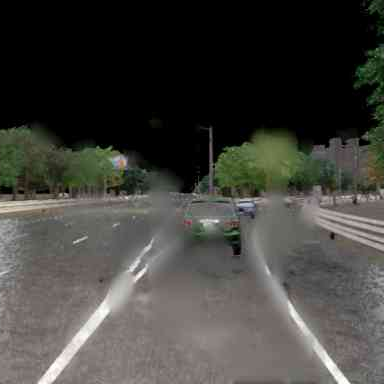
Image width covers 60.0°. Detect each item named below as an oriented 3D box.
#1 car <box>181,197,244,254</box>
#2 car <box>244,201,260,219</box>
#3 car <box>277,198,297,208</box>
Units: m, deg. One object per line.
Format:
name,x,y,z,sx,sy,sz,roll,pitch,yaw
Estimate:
car,0.970,1.231,13.838,2.150,2.045,5.566,0,0,8
car,4.874,1.554,29.529,1.812,1.442,4.674,0,0,19
car,13.548,1.551,47.316,1.812,1.442,4.674,0,0,32
